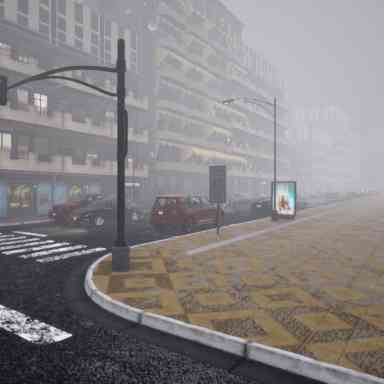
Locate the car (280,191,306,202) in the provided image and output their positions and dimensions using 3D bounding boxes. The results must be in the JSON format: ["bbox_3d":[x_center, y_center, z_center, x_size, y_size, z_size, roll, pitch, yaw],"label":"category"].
[{"bbox_3d":[15.049,0.623,49.342,2.033,1.411,5.357,0,1,35],"label":"car"}]

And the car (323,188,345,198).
[{"bbox_3d":[24.644,0.380,57.655,1.994,1.385,4.181,0,1,35],"label":"car"}]

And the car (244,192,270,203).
[{"bbox_3d":[8.872,0.754,45.179,1.802,1.307,4.206,2,2,35],"label":"car"}]

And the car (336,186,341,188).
[{"bbox_3d":[34.300,-0.240,81.534,1.967,1.590,4.097,2,2,35],"label":"car"}]

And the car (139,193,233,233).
[{"bbox_3d":[-0.115,1.026,17.696,2.192,1.841,5.009,1,2,35],"label":"car"}]

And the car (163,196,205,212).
[{"bbox_3d":[-0.662,1.069,31.545,1.802,1.307,4.206,2,2,35],"label":"car"}]

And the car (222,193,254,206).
[{"bbox_3d":[5.695,0.829,40.634,2.008,1.369,4.403,2,2,35],"label":"car"}]

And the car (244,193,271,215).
[{"bbox_3d":[6.242,1.069,26.794,1.947,1.339,4.313,1,2,35],"label":"car"}]

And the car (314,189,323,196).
[{"bbox_3d":[27.943,-0.025,72.444,1.967,1.590,4.097,2,2,35],"label":"car"}]

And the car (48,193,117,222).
[{"bbox_3d":[-7.017,1.010,22.448,2.192,1.841,5.009,1,2,35],"label":"car"}]

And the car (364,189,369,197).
[{"bbox_3d":[31.674,0.098,63.157,1.967,1.590,4.097,1,2,35],"label":"car"}]

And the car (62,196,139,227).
[{"bbox_3d":[-5.173,1.213,20.599,1.837,1.490,4.892,0,1,35],"label":"car"}]

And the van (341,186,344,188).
[{"bbox_3d":[37.479,-0.446,86.076,1.690,1.788,3.998,2,2,35],"label":"van"}]

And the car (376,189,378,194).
[{"bbox_3d":[44.389,-0.221,81.344,2.008,1.369,4.403,1,2,35],"label":"car"}]

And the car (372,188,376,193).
[{"bbox_3d":[38.032,-0.012,72.252,1.887,1.381,4.507,1,2,35],"label":"car"}]

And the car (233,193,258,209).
[{"bbox_3d":[4.618,0.880,34.583,2.128,1.511,4.902,0,1,35],"label":"car"}]

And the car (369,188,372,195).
[{"bbox_3d":[34.853,0.095,67.706,1.887,1.381,4.507,1,2,35],"label":"car"}]

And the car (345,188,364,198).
[{"bbox_3d":[28.495,0.308,58.615,1.887,1.381,4.507,1,2,35],"label":"car"}]

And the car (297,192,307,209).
[{"bbox_3d":[9.421,0.965,31.340,1.947,1.339,4.313,1,2,35],"label":"car"}]
